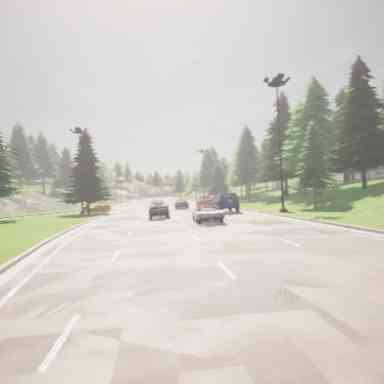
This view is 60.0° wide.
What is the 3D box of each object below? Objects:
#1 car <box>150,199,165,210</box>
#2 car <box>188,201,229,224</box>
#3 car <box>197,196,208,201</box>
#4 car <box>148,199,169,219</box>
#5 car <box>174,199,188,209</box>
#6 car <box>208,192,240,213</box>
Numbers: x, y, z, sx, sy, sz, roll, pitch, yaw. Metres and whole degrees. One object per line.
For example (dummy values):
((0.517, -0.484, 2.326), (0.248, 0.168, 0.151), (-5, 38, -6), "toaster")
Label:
((-5.252, 1.861, 50.839), (2.128, 1.511, 4.902), (-3, 0, -6), "car")
((1.106, 1.598, 24.841), (1.895, 1.301, 4.718), (-3, 0, -6), "car")
((1.839, 1.370, 50.246), (2.097, 1.767, 4.553), (-3, 0, -6), "car")
((-3.206, 1.718, 32.186), (2.128, 1.511, 4.902), (-3, 0, -6), "car")
((-1.570, 1.732, 49.349), (2.033, 1.411, 5.357), (-3, 0, -6), "car")
((3.481, 1.118, 35.147), (2.150, 2.045, 5.566), (-3, -1, -6), "car")
